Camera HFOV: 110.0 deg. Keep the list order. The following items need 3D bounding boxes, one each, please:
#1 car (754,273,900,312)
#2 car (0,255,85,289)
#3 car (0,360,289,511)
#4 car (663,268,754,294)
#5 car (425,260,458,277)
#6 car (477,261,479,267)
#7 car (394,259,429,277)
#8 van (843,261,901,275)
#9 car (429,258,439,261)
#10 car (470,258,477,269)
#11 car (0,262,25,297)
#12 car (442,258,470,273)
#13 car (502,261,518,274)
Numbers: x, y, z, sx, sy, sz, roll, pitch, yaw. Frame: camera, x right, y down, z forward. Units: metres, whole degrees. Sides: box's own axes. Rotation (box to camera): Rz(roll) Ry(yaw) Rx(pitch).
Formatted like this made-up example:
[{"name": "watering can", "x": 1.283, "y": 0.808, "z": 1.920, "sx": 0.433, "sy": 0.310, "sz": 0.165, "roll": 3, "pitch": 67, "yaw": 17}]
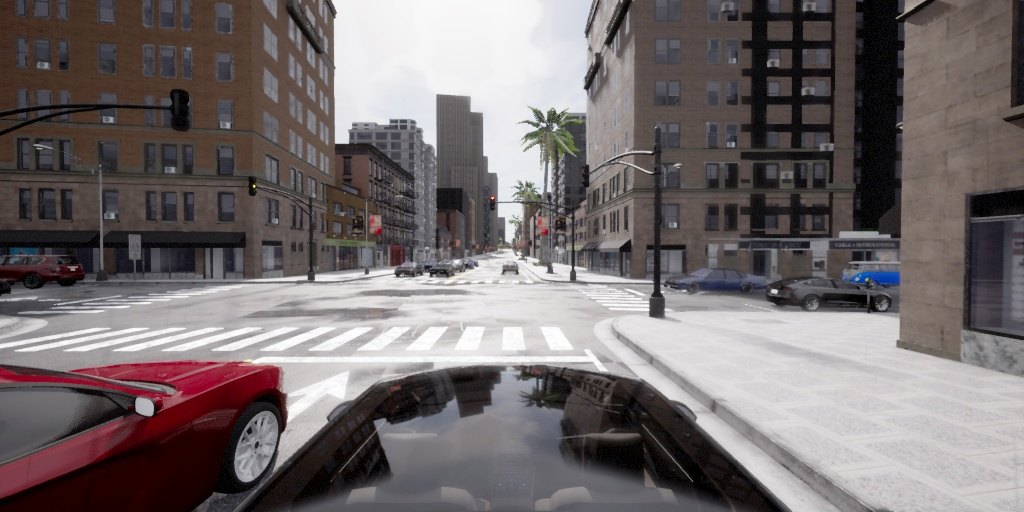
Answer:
[{"name": "car", "x": 12.869, "y": 1.514, "z": 14.747, "sx": 4.313, "sy": 1.339, "sz": 1.948, "roll": 0, "pitch": 0, "yaw": 0}, {"name": "car", "x": -27.271, "y": 0.836, "z": 19.962, "sx": 5.009, "sy": 1.841, "sz": 2.192, "roll": 0, "pitch": 0, "yaw": -9}, {"name": "car", "x": -3.144, "y": 1.228, "z": 1.516, "sx": 1.882, "sy": 1.535, "sz": 5.008, "roll": 0, "pitch": 0, "yaw": 1}, {"name": "car", "x": 11.714, "y": 1.400, "z": 20.693, "sx": 5.357, "sy": 1.411, "sz": 2.033, "roll": 0, "pitch": 1, "yaw": 0}, {"name": "car", "x": -6.832, "y": 1.343, "z": 35.367, "sx": 1.895, "sy": 1.301, "sz": 4.718, "roll": 0, "pitch": 0, "yaw": 0}, {"name": "car", "x": -6.985, "y": 1.316, "z": 63.672, "sx": 1.895, "sy": 1.301, "sz": 4.718, "roll": 0, "pitch": 0, "yaw": 0}, {"name": "car", "x": -10.085, "y": 1.290, "z": 35.695, "sx": 2.033, "sy": 1.411, "sz": 5.357, "roll": 0, "pitch": 0, "yaw": -1}, {"name": "van", "x": 23.850, "y": 1.251, "z": 23.288, "sx": 3.998, "sy": 1.789, "sz": 1.690, "roll": 0, "pitch": 0, "yaw": 0}, {"name": "car", "x": -10.151, "y": 1.090, "z": 45.226, "sx": 2.097, "sy": 1.767, "sz": 4.553, "roll": 0, "pitch": 0, "yaw": 0}, {"name": "car", "x": -6.955, "y": 1.082, "z": 54.234, "sx": 2.097, "sy": 1.767, "sz": 4.553, "roll": 0, "pitch": 0, "yaw": 0}, {"name": "car", "x": -24.028, "y": 1.126, "z": 14.627, "sx": 4.892, "sy": 1.490, "sz": 1.837, "roll": 1, "pitch": 1, "yaw": -9}, {"name": "car", "x": -6.894, "y": 1.230, "z": 44.566, "sx": 2.128, "sy": 1.511, "sz": 4.902, "roll": 0, "pitch": 0, "yaw": 0}, {"name": "car", "x": -0.211, "y": 1.288, "z": 41.719, "sx": 2.033, "sy": 1.411, "sz": 5.357, "roll": 0, "pitch": 0, "yaw": 0}]
